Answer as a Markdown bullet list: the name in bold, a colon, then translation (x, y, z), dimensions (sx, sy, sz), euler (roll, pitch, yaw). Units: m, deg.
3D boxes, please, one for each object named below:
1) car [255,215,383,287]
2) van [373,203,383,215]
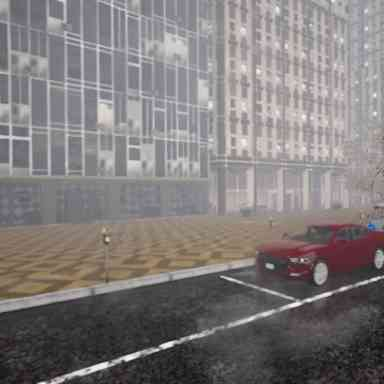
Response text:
- **car**: translation (3.674, 1.501, 9.188), dimensions (4.507, 1.381, 1.887), euler (0, 0, -35)
- **van**: translation (8.172, 1.268, 12.399), dimensions (3.998, 1.788, 1.690), euler (0, 0, -36)
